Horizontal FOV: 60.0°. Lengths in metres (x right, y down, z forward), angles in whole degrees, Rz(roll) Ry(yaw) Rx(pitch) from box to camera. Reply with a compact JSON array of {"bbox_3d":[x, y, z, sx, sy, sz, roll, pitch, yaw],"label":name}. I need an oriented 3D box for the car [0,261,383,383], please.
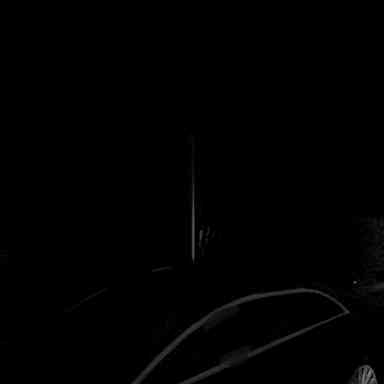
[{"bbox_3d":[-0.098,1.498,2.996,4.902,1.511,2.128,0,0,-35],"label":"car"}]
